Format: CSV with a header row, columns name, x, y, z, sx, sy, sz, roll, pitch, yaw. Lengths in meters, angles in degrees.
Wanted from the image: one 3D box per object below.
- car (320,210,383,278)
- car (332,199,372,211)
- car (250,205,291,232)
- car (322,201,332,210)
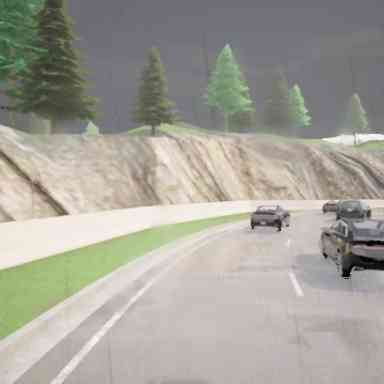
name,x,y,z,sx,sy,sz,roll,pitch,yaw
car,5.144,1.543,10.080,2.128,1.511,4.902,0,0,13
car,13.725,1.490,28.028,2.097,1.767,4.553,1,0,36
car,5.012,1.549,20.882,2.128,1.511,4.902,0,0,25
car,15.815,1.653,35.994,4.902,1.511,2.128,1,0,-45
